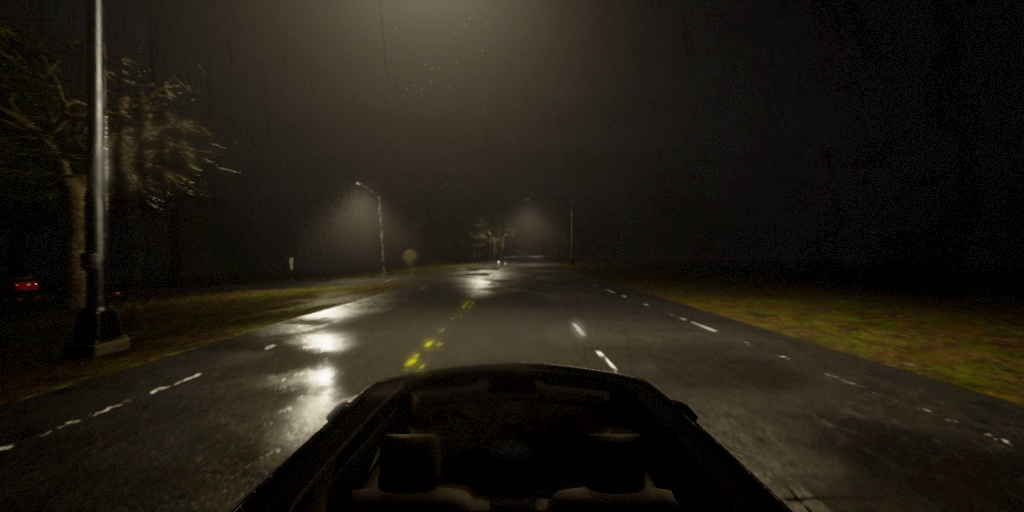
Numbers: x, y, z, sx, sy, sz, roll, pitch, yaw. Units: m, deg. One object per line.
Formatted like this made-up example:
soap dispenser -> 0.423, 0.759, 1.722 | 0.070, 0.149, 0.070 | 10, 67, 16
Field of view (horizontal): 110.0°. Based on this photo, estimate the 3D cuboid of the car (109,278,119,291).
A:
car -> -49.155, 3.445, 42.024 | 4.553, 1.767, 2.097 | -3, 1, 1
